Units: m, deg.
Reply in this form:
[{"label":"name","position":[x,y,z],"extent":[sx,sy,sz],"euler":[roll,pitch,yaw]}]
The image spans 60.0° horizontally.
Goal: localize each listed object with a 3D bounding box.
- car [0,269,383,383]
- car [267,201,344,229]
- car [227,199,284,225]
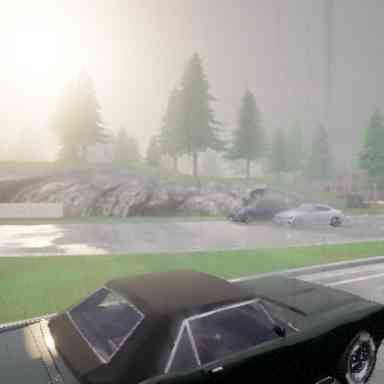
[{"label":"car","position":[0.150,1.596,3.698],"extent":[4.718,1.301,1.895],"euler":[0,0,-33]},{"label":"car","position":[7.386,1.484,20.939],"extent":[4.674,1.442,1.812],"euler":[0,0,-21]},{"label":"car","position":[4.769,1.311,23.696],"extent":[4.553,1.767,2.097],"euler":[0,0,-21]}]
